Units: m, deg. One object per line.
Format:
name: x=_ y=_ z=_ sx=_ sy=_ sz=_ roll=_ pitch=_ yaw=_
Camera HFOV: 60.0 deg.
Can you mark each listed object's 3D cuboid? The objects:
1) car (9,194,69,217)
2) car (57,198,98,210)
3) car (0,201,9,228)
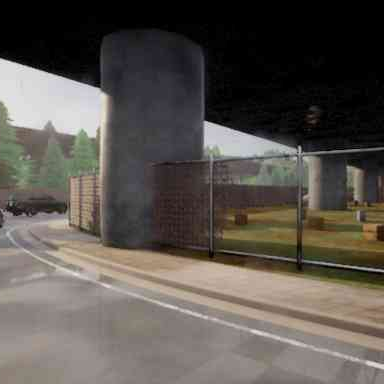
car: x=-13.974 y=1.156 z=30.566 sx=2.150 sy=2.045 sz=5.566 roll=0 pitch=0 yaw=30
car: x=-14.548 y=1.520 z=42.386 sx=1.895 sy=1.301 sz=4.718 roll=0 pitch=0 yaw=35
car: x=-11.775 y=1.432 z=18.677 sx=1.882 sy=1.535 sz=5.008 roll=-1 pitch=0 yaw=-23
